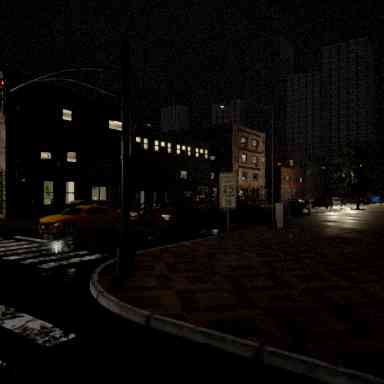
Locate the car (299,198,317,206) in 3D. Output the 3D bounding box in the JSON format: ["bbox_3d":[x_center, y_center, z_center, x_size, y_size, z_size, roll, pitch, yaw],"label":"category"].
[{"bbox_3d":[22.070,1.816,63.174,2.008,1.369,4.403,-1,-1,35],"label":"car"}]

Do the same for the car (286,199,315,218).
[{"bbox_3d":[9.756,1.657,31.284,1.947,1.339,4.313,-1,-1,35],"label":"car"}]

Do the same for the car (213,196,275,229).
[{"bbox_3d":[3.370,1.368,22.269,2.192,1.841,5.009,-1,-1,35],"label":"car"}]

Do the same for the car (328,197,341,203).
[{"bbox_3d":[34.839,1.915,81.207,2.008,1.369,4.403,-1,-1,35],"label":"car"}]

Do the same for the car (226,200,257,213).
[{"bbox_3d":[6.107,1.701,40.632,2.008,1.369,4.403,-1,-1,35],"label":"car"}]

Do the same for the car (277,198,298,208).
[{"bbox_3d":[15.586,1.742,54.018,1.752,1.417,4.829,-1,-1,35],"label":"car"}]

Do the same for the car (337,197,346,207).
[{"bbox_3d":[25.392,1.829,57.840,1.895,1.301,4.718,0,0,36],"label":"car"}]

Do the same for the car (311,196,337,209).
[{"bbox_3d":[19.522,1.537,49.550,2.097,1.767,4.553,0,0,35],"label":"car"}]

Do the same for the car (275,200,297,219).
[{"bbox_3d":[6.564,1.616,26.776,1.887,1.381,4.507,-1,-1,35],"label":"car"}]

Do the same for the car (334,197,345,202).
[{"bbox_3d":[38.031,1.936,85.715,1.887,1.381,4.507,-1,-1,35],"label":"car"}]

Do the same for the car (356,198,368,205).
[{"bbox_3d":[32.103,1.801,62.841,2.008,1.369,4.403,-1,-1,35],"label":"car"}]

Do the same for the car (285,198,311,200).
[{"bbox_3d":[15.265,1.733,48.907,2.033,1.411,5.357,0,0,35],"label":"car"}]

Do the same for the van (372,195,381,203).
[{"bbox_3d":[44.871,1.694,80.877,1.690,1.788,3.998,-1,-1,35],"label":"van"}]

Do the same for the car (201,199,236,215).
[{"bbox_3d":[2.915,1.570,36.126,1.967,1.590,4.097,-1,-1,35],"label":"car"}]

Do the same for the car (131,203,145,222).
[{"bbox_3d":[-3.470,1.531,27.109,1.967,1.590,4.097,-1,-1,35],"label":"car"}]

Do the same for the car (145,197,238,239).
[{"bbox_3d":[0.177,1.350,17.761,2.192,1.841,5.009,-1,-1,35],"label":"car"}]

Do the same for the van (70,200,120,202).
[{"bbox_3d":[-6.663,1.414,22.601,1.690,1.788,3.998,-1,0,35],"label":"van"}]

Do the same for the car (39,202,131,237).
[{"bbox_3d":[-6.109,1.530,18.899,1.882,1.535,5.008,0,-1,35],"label":"car"}]

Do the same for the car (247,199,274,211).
[{"bbox_3d":[9.300,1.723,45.141,2.008,1.369,4.403,-1,-1,35],"label":"car"}]
